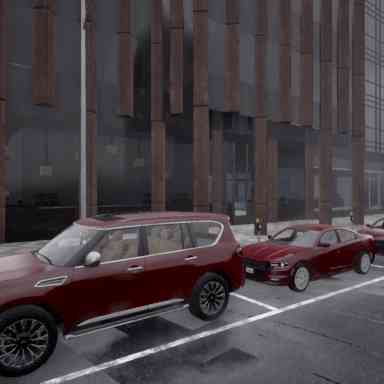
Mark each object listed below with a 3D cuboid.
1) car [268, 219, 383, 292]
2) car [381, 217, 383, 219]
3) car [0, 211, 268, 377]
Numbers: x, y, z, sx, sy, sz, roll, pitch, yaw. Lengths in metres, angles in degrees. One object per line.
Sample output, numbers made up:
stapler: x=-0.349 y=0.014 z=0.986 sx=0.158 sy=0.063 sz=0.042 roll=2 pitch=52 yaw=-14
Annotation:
car: x=3.145 y=1.545 z=8.916 sx=4.507 sy=1.381 sz=1.887 roll=0 pitch=0 yaw=-36
car: x=7.579 y=1.547 z=12.097 sx=4.507 sy=1.381 sz=1.887 roll=0 pitch=0 yaw=-36
car: x=-1.289 y=1.315 z=5.735 sx=5.009 sy=1.841 sz=2.192 roll=0 pitch=0 yaw=-36
